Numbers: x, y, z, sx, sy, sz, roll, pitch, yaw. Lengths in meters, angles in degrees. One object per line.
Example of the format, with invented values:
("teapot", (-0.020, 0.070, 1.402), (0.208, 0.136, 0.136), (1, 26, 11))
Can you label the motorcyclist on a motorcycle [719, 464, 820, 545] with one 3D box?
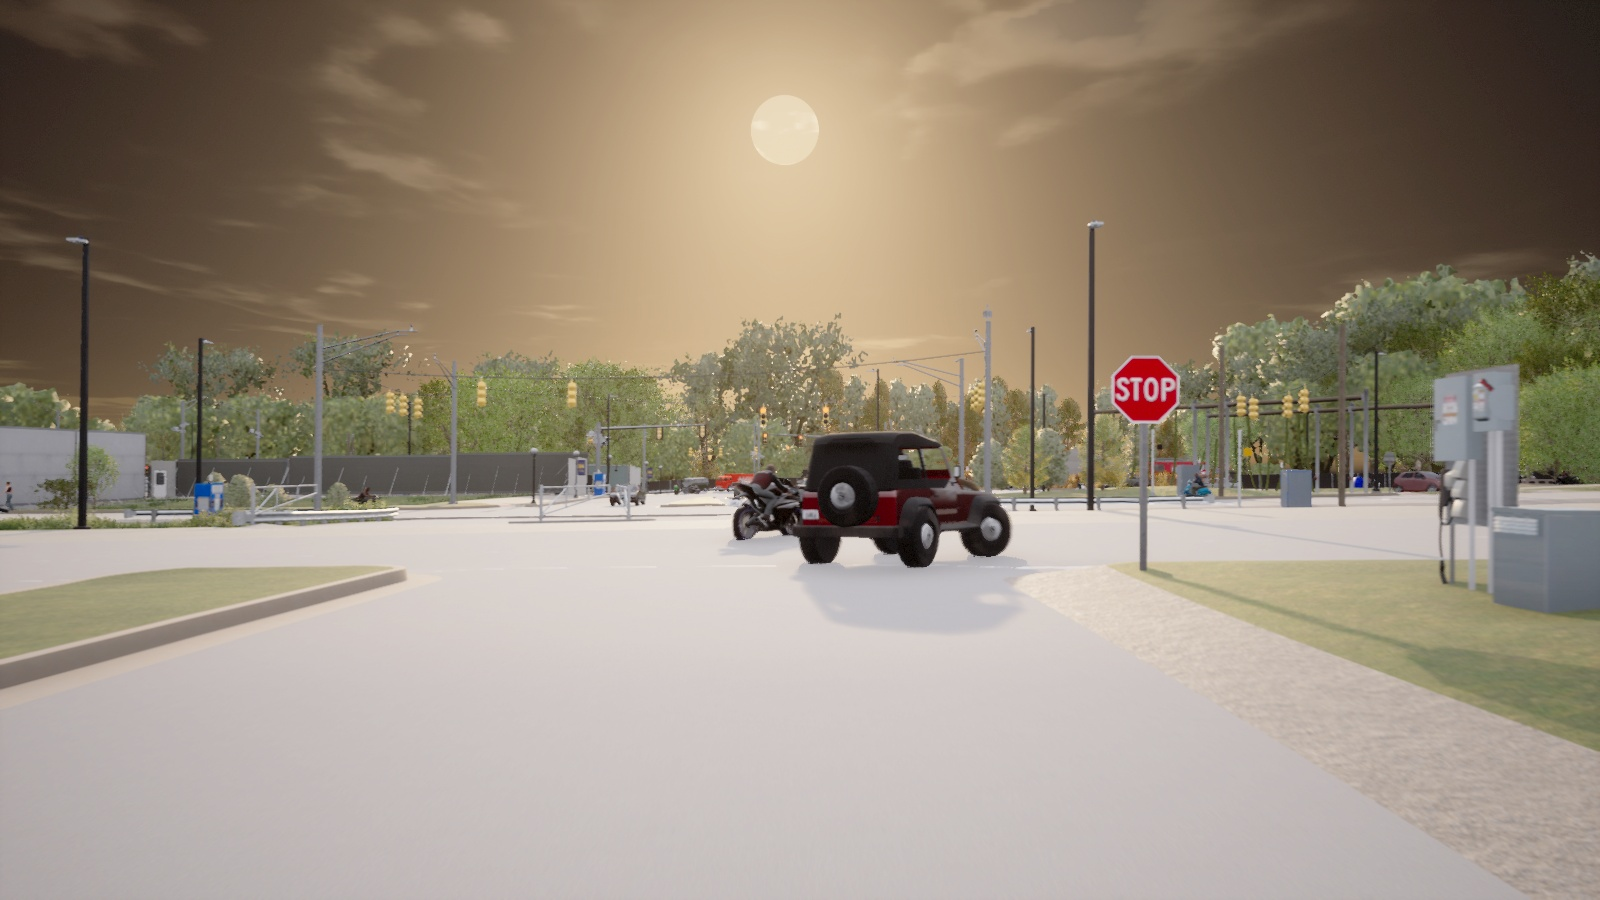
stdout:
("motorcyclist on a motorcycle", (-0.588, 1.066, 25.403), (0.866, 1.530, 2.191), (1, 0, 36))

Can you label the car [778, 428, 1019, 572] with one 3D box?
("car", (1.562, 0.698, 18.533), (1.905, 1.878, 3.866), (-2, -2, 33))

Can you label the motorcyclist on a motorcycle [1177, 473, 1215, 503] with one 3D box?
("motorcyclist on a motorcycle", (21.876, 2.085, 69.422), (1.817, 1.590, 0.866), (-1, -1, 0))

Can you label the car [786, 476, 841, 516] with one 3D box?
("car", (0.598, 1.867, 51.995), (2.007, 1.525, 4.514), (-1, -1, 4))

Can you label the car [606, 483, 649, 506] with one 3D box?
("car", (-11.153, 2.884, 81.650), (2.033, 1.411, 5.357), (-1, -1, 0))

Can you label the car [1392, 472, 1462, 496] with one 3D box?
("car", (39.830, 2.179, 79.835), (1.845, 1.501, 3.633), (1, -3, -24))
